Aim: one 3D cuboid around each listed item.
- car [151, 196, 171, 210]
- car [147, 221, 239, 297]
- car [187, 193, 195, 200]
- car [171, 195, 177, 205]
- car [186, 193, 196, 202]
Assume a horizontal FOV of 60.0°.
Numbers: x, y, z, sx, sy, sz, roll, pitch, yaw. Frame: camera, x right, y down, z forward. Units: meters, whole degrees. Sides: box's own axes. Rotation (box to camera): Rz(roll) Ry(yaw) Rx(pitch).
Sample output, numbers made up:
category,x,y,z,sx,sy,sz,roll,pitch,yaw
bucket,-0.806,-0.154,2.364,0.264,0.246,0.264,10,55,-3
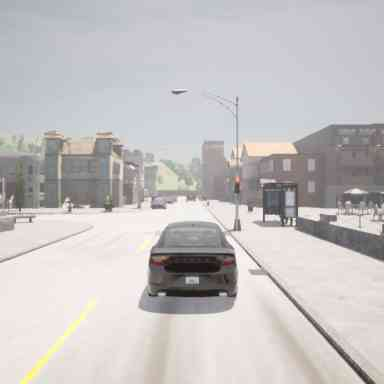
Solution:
category,x,y,z,sx,sy,sz,roll,pitch,yaw
car,-4.215,1.547,43.221,2.033,1.411,5.357,0,0,0
car,0.027,1.478,8.613,1.882,1.535,5.008,0,0,0
car,-0.239,1.187,87.100,2.097,1.767,4.553,0,0,0
car,-4.240,1.547,58.732,2.033,1.411,5.357,0,0,0
car,-0.210,1.217,76.739,2.150,2.045,5.566,0,0,0
